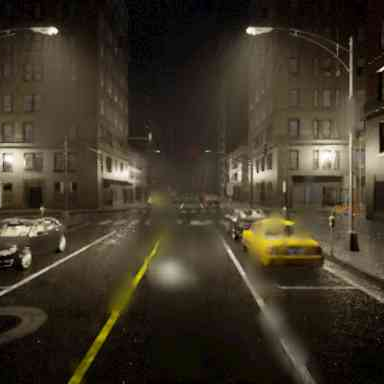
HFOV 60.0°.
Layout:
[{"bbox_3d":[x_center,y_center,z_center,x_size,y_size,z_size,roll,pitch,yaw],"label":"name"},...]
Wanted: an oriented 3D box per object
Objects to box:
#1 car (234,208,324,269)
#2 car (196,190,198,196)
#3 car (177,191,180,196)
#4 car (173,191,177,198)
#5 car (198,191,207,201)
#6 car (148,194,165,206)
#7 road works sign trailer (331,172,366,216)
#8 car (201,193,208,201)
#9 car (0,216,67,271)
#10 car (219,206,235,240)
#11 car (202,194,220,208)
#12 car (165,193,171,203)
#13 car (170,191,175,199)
[{"bbox_3d":[2.644,1.456,10.724,1.752,1.417,4.829,0,0,0],"label":"car"},{"bbox_3d":[2.640,0.818,76.924,2.192,1.841,5.009,0,0,0],"label":"car"},{"bbox_3d":[-5.385,0.705,93.963,2.192,1.841,5.009,0,0,0],"label":"car"},{"bbox_3d":[-5.385,0.906,82.602,1.967,1.590,4.097,0,0,0],"label":"car"},{"bbox_3d":[2.639,1.019,65.561,1.967,1.590,4.097,0,0,0],"label":"car"},{"bbox_3d":[-5.387,1.217,48.346,1.752,1.417,4.829,0,0,0],"label":"car"},{"bbox_3d":[13.396,0.206,27.737,2.880,3.560,2.380,0,0,0],"label":"road works sign trailer"},{"bbox_3d":[2.638,1.272,48.517,1.802,1.307,4.206,0,0,0],"label":"car"},{"bbox_3d":[-5.390,1.483,10.553,2.008,1.369,4.403,0,0,0],"label":"car"},{"bbox_3d":[2.639,1.449,15.960,2.008,1.369,4.403,0,0,0],"label":"car"},{"bbox_3d":[2.638,1.278,42.835,2.008,1.369,4.403,0,0,0],"label":"car"},{"bbox_3d":[-5.386,1.182,59.878,1.947,1.339,4.313,0,0,0],"label":"car"},{"bbox_3d":[-5.386,1.092,71.240,2.008,1.369,4.403,0,0,0],"label":"car"}]
